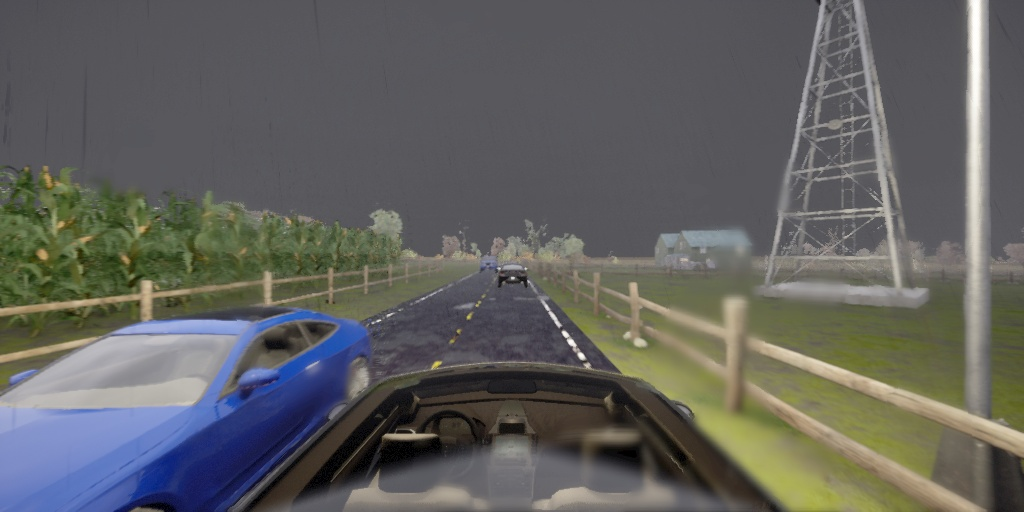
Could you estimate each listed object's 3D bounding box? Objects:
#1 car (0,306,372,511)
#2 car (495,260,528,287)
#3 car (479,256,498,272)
[{"bbox_3d":[-2.842,1.275,3.303,1.812,1.442,4.674,0,0,0],"label":"car"},{"bbox_3d":[0.045,1.227,24.622,1.882,1.535,5.008,0,0,0],"label":"car"},{"bbox_3d":[-2.946,0.992,46.620,2.150,2.045,5.566,0,0,0],"label":"car"}]
